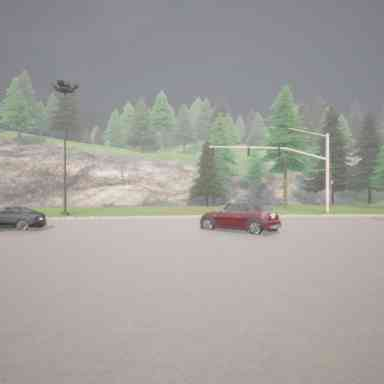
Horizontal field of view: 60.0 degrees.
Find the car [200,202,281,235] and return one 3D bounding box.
[{"bbox_3d":[2.635,1.350,18.978,4.553,1.767,2.097,0,0,39],"label":"car"}]

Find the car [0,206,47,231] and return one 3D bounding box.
[{"bbox_3d":[-11.019,1.562,19.979,4.181,1.385,1.994,0,0,3],"label":"car"}]
